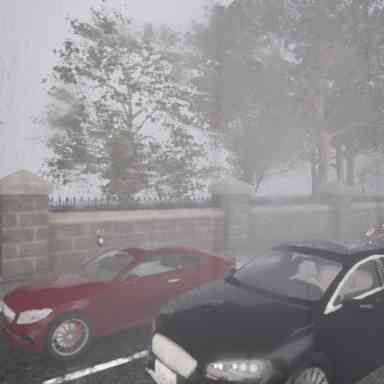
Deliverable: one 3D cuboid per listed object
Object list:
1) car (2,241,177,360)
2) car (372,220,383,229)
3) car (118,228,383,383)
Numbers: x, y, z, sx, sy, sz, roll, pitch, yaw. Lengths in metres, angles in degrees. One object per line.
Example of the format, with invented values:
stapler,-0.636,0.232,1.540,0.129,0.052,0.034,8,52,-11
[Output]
car,-0.943,1.584,5.886,4.206,1.307,1.802,0,0,-36
car,8.228,1.453,12.428,4.097,1.590,1.967,0,0,-36
car,1.739,1.496,4.603,4.902,1.511,2.128,0,0,-36
